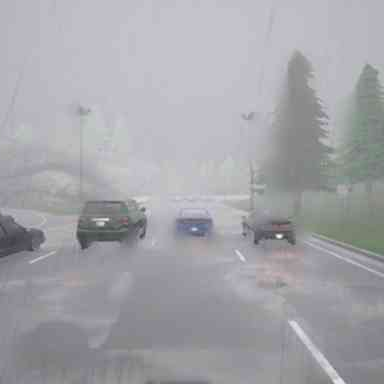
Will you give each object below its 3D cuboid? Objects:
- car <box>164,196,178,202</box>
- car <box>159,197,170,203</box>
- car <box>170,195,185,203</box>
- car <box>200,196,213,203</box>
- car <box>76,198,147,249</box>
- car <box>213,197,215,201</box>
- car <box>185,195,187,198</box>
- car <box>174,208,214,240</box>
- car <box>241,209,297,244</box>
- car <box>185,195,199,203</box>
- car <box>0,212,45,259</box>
[{"bbox_3d":[-5.649,1.947,91.410,2.033,1.411,5.357,0,0,17],"label":"car"},{"bbox_3d":[-6.984,1.889,81.327,1.812,1.442,4.674,0,0,2],"label":"car"},{"bbox_3d":[-3.485,1.959,81.267,1.895,1.301,4.718,0,0,2],"label":"car"},{"bbox_3d":[3.505,1.958,80.694,1.895,1.301,4.718,0,0,2],"label":"car"},{"bbox_3d":[-3.403,1.290,15.046,2.150,2.045,5.566,0,0,0],"label":"car"},{"bbox_3d":[4.968,1.902,90.526,2.033,1.411,5.357,0,0,17],"label":"car"},{"bbox_3d":[-2.070,1.620,91.335,2.097,1.767,4.553,0,0,17],"label":"car"},{"bbox_3d":[0.096,1.557,17.568,1.882,1.535,5.008,0,0,0],"label":"car"},{"bbox_3d":[3.596,1.578,16.108,1.837,1.490,4.892,0,0,0],"label":"car"},{"bbox_3d":[0.005,1.957,80.666,1.895,1.301,4.718,0,0,2],"label":"car"},{"bbox_3d":[-6.906,1.598,11.125,2.033,1.411,5.357,0,0,0],"label":"car"}]
